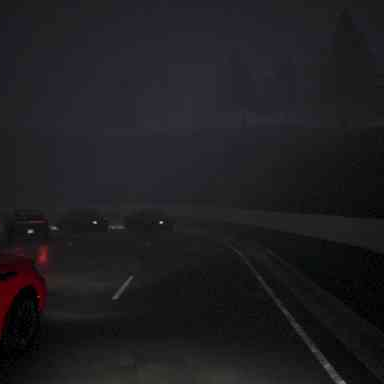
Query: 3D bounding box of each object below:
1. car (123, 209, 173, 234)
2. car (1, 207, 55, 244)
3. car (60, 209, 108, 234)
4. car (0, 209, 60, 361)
[{"bbox_3d":[-2.891,1.785,21.267,1.994,1.385,4.181,1,-1,-32],"label":"car"},{"bbox_3d":[-8.926,1.676,17.864,2.128,1.511,4.902,1,-1,-31],"label":"car"},{"bbox_3d":[-7.007,1.782,21.043,1.994,1.385,4.181,1,-1,-40],"label":"car"},{"bbox_3d":[-3.407,1.254,2.904,2.150,2.045,5.566,0,0,1],"label":"car"}]
